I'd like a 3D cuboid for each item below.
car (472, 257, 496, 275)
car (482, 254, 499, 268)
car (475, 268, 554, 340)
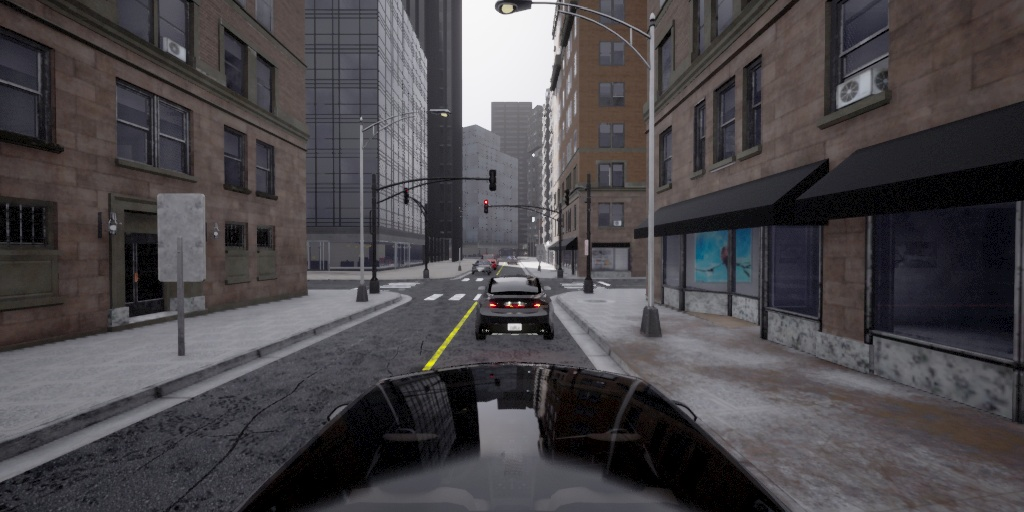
[{"bbox_3d":[-3.133,1.163,37.976,2.128,1.511,4.902,0,0,0],"label":"car"},{"bbox_3d":[-3.150,0.809,48.281,2.150,2.045,5.566,0,1,0],"label":"car"},{"bbox_3d":[0.070,1.252,9.987,1.837,1.490,4.892,0,0,0],"label":"car"}]
